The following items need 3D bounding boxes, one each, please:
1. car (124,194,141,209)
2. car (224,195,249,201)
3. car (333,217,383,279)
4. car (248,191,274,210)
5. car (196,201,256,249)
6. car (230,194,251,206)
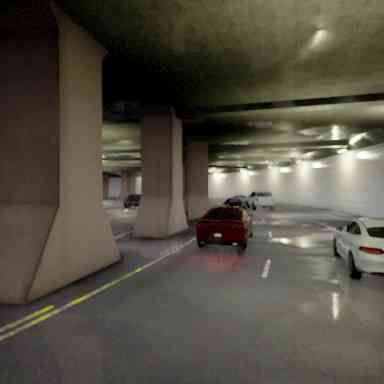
[{"bbox_3d":[-6.744,1.019,39.293,2.097,1.767,4.553,0,0,-3],"label":"car"},{"bbox_3d":[3.941,1.285,31.802,1.994,1.385,4.181,0,0,3],"label":"car"},{"bbox_3d":[5.196,1.440,9.352,1.812,1.442,4.674,0,1,16],"label":"car"},{"bbox_3d":[7.540,0.896,36.992,2.150,2.045,5.566,0,1,-1],"label":"car"},{"bbox_3d":[1.507,1.354,14.105,1.882,1.535,5.008,0,1,14],"label":"car"},{"bbox_3d":[6.900,1.108,47.786,1.812,1.442,4.674,0,0,-8],"label":"car"}]
